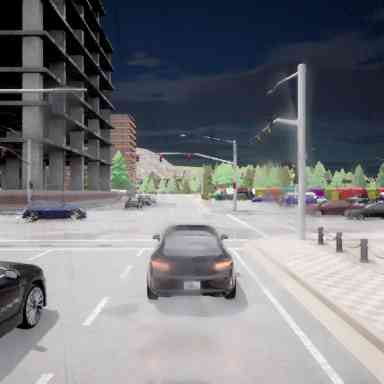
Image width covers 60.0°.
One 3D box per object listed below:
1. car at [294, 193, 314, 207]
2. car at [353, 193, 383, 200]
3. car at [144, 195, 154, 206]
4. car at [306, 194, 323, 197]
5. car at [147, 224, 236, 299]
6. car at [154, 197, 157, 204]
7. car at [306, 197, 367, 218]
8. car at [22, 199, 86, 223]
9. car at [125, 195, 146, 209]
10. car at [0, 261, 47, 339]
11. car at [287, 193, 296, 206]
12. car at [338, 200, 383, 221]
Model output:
[{"bbox_3d":[20.765,1.419,59.234,3.905,1.438,1.784,0,0,0],"label":"car"},{"bbox_3d":[35.730,1.209,67.551,4.605,1.855,1.932,0,0,0],"label":"car"},{"bbox_3d":[-8.088,1.352,55.754,2.097,1.767,4.553,0,0,0],"label":"car"},{"bbox_3d":[20.780,1.451,56.339,3.806,1.475,1.970,0,0,0],"label":"car"},{"bbox_3d":[-0.032,1.526,8.308,1.812,1.442,4.674,0,0,-1],"label":"car"},{"bbox_3d":[-8.167,1.601,65.857,1.895,1.301,4.718,0,0,0],"label":"car"},{"bbox_3d":[12.981,1.533,30.835,5.008,1.535,1.882,0,0,-1],"label":"car"},{"bbox_3d":[-10.672,1.377,25.994,4.553,1.767,2.097,0,0,-22],"label":"car"},{"bbox_3d":[-7.968,1.526,45.675,1.812,1.442,4.674,0,0,0],"label":"car"},{"bbox_3d":[-3.488,1.492,4.029,2.128,1.511,4.902,0,0,0],"label":"car"},{"bbox_3d":[20.700,1.209,61.917,4.605,1.855,1.932,0,0,0],"label":"car"},{"bbox_3d":[14.973,1.581,27.333,4.674,1.442,1.812,0,0,-1],"label":"car"}]
